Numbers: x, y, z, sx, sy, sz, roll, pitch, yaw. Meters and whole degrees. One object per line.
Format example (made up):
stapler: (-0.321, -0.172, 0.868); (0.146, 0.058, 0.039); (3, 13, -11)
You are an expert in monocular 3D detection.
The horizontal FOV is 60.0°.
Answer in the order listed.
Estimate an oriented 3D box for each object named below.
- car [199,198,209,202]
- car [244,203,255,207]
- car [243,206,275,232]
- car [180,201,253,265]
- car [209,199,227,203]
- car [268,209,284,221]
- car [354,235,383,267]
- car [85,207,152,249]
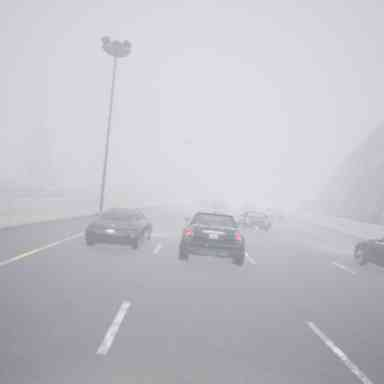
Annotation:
car: (2.333, 1.837, 56.182); (2.128, 1.511, 4.902); (5, 0, 14)
car: (10.033, 2.658, 58.172); (1.994, 1.385, 4.181); (5, 0, 15)
car: (4.507, 2.088, 24.491); (1.895, 1.301, 4.718); (5, 0, 4)
car: (0.727, 1.446, 12.704); (2.097, 1.767, 4.553); (6, 0, 1)
car: (4.181, 1.857, 47.833); (2.097, 1.767, 4.553); (6, 0, 11)
car: (9.655, 2.618, 39.167); (1.895, 1.301, 4.718); (5, 0, 8)
car: (7.698, 2.260, 11.952); (2.128, 1.511, 4.902); (5, 0, 0)
car: (-2.788, 1.322, 13.485); (1.994, 1.385, 4.181); (5, 0, 1)
